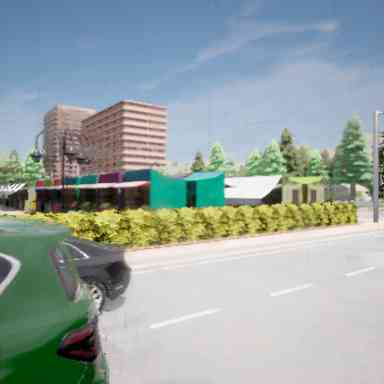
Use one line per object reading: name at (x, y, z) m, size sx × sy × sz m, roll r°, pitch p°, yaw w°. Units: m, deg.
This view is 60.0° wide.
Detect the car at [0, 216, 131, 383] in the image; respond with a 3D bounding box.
car at (-3.234, 1.222, 1.672) m, size 5.566 × 2.045 × 2.150 m, roll 0°, pitch 0°, yaw -35°

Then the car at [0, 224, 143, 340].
car at (-3.488, 1.506, 5.779) m, size 4.892 × 1.490 × 1.837 m, roll 0°, pitch 0°, yaw -35°
